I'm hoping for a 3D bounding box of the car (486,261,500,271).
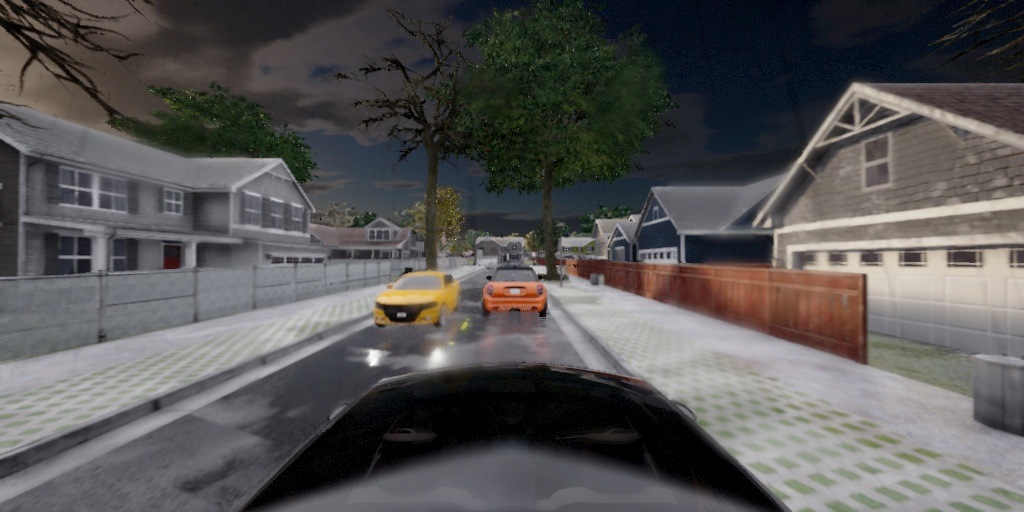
[{"bbox_3d":[-2.817,1.481,54.579,1.895,1.301,4.718,0,0,0],"label":"car"}]

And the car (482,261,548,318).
[{"bbox_3d":[0.096,1.133,13.318,2.097,1.767,4.553,0,0,0],"label":"car"}]

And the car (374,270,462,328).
[{"bbox_3d":[-2.853,1.255,11.770,1.882,1.535,5.008,0,0,0],"label":"car"}]
